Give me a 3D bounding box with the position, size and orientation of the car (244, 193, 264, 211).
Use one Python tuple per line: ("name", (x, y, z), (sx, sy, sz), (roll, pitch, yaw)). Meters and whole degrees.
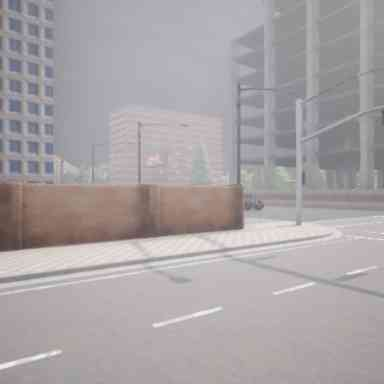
("car", (6.069, 1.178, 39.785), (2.150, 2.045, 5.566), (0, 0, -35))
